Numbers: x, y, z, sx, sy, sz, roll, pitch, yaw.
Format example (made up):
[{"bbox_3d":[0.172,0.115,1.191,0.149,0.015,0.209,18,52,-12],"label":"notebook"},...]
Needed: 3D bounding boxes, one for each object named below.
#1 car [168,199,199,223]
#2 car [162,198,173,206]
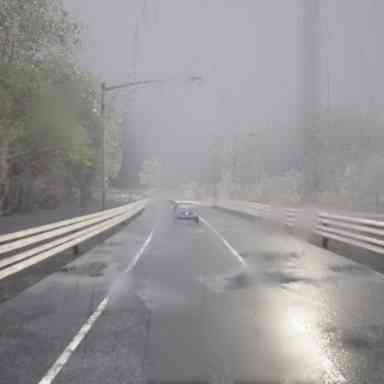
[{"bbox_3d":[-0.570,1.544,25.600,2.033,1.411,5.357,0,0,-5],"label":"car"},{"bbox_3d":[-3.939,1.588,55.888,1.895,1.301,4.718,0,0,-9],"label":"car"}]
